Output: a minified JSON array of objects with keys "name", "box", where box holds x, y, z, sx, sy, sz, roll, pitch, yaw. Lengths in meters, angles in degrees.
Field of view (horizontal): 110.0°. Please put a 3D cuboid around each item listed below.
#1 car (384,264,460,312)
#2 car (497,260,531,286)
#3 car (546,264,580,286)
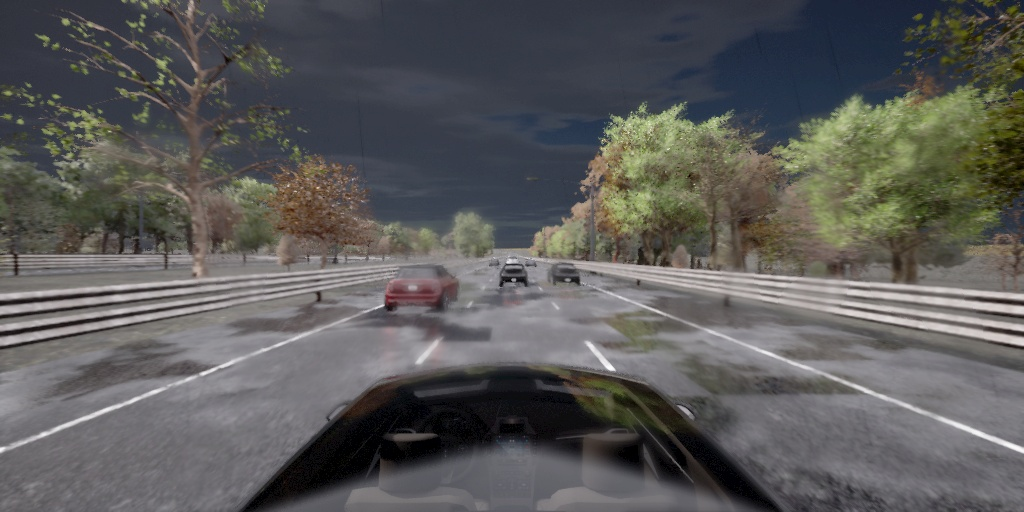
[{"name":"car","box":[-3.395,1.111,14.379,2.097,1.767,4.553,0,0,0]},{"name":"car","box":[0.109,1.269,25.357,1.837,1.490,4.892,0,0,0]},{"name":"car","box":[3.609,1.269,25.440,1.837,1.490,4.892,0,0,0]}]
